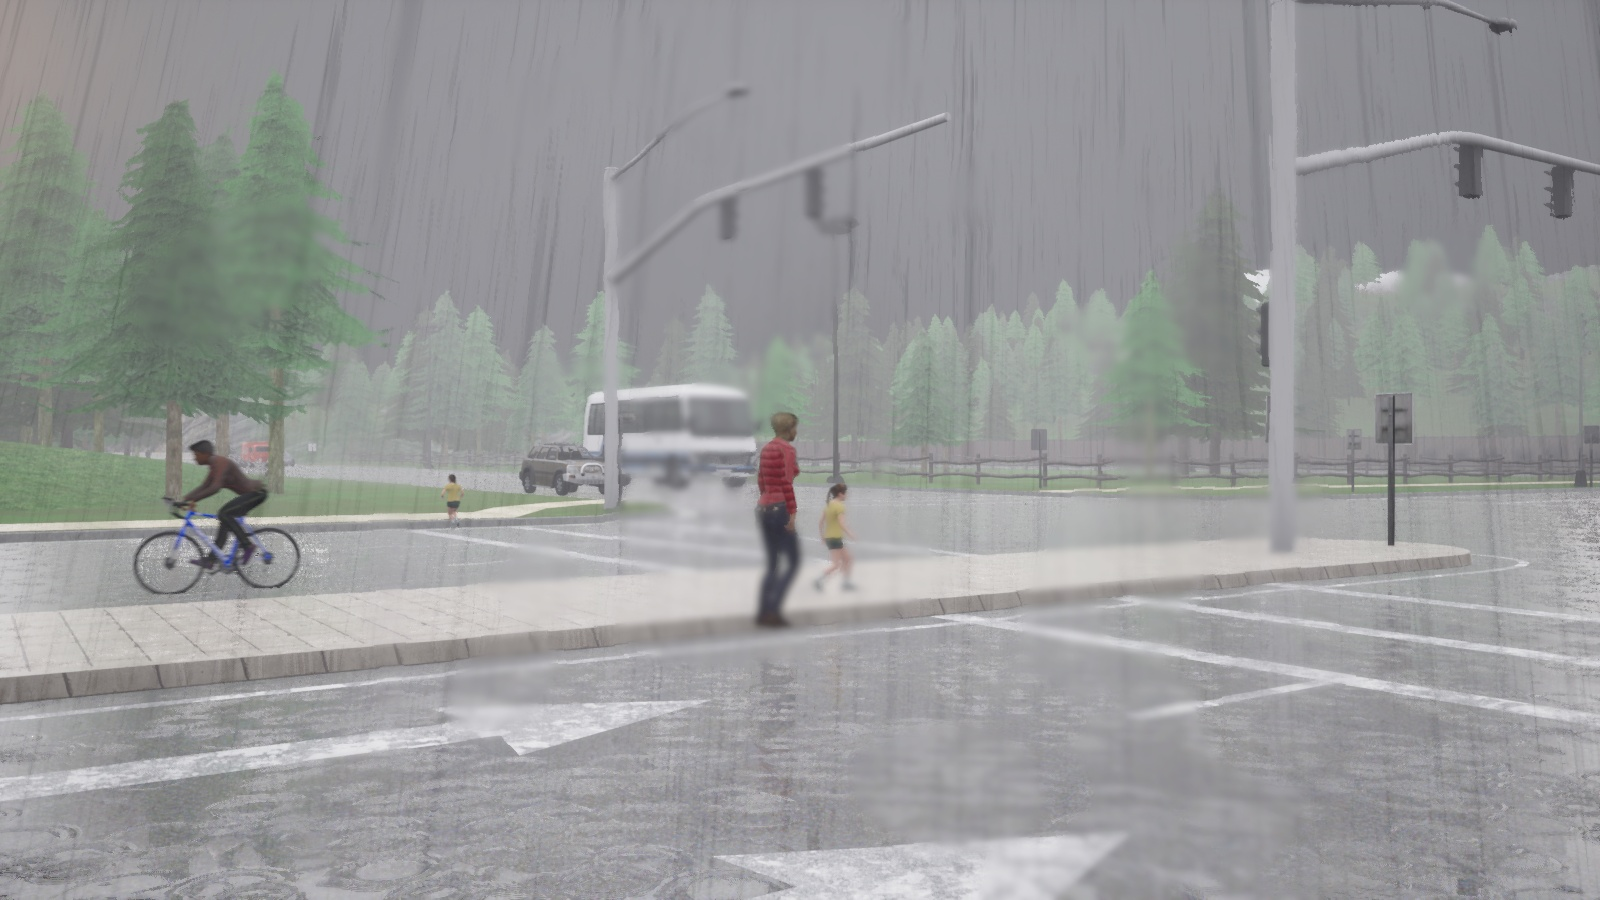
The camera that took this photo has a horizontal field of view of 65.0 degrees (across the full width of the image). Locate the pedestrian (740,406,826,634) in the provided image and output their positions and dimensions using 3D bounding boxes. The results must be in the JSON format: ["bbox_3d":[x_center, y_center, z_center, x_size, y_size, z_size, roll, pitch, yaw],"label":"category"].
[{"bbox_3d":[-0.140,0.568,10.518,0.636,1.846,0.331,0,0,-34],"label":"pedestrian"}]

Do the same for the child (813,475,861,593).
[{"bbox_3d":[0.352,0.803,12.098,0.394,1.110,0.255,0,0,-19],"label":"child"}]

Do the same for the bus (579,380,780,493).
[{"bbox_3d":[-5.337,-0.491,52.827,3.944,4.253,10.273,0,0,-34],"label":"bus"}]

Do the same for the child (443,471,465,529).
[{"bbox_3d":[-6.654,0.960,24.152,0.255,1.110,0.394,0,0,-40],"label":"child"}]

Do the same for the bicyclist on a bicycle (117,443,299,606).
[{"bbox_3d":[-6.257,0.743,13.313,1.656,1.620,0.582,-1,0,-35],"label":"bicyclist on a bicycle"}]

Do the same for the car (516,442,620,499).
[{"bbox_3d":[-8.320,0.682,44.789,1.932,1.855,4.605,0,1,-34],"label":"car"}]
